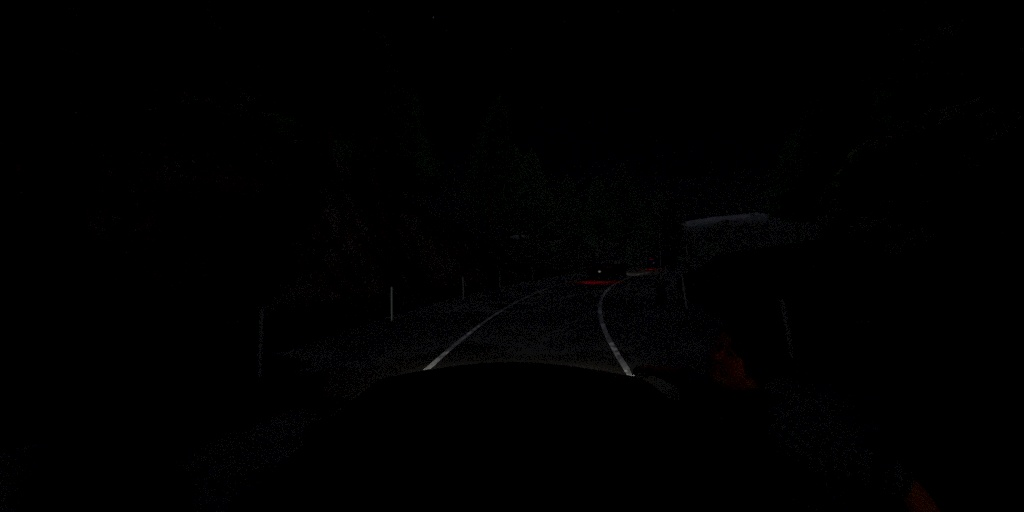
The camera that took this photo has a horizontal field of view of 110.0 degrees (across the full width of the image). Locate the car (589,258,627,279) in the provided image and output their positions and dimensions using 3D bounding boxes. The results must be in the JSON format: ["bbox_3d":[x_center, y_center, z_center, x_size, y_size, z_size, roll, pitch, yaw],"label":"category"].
[{"bbox_3d":[7.459,0.922,27.639,1.882,1.535,5.008,-3,-1,30],"label":"car"}]

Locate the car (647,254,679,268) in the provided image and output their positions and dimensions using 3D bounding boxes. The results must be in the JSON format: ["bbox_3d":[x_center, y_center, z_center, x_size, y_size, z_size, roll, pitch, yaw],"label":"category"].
[{"bbox_3d":[16.687,0.513,39.537,5.008,1.535,1.882,-1,-2,-45],"label":"car"}]

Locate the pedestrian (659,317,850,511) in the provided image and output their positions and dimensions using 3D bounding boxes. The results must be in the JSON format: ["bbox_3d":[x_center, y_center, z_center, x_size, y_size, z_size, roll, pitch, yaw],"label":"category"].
[{"bbox_3d":[1.052,1.116,1.344,0.375,1.860,0.375,-22,-1,15],"label":"pedestrian"}]
